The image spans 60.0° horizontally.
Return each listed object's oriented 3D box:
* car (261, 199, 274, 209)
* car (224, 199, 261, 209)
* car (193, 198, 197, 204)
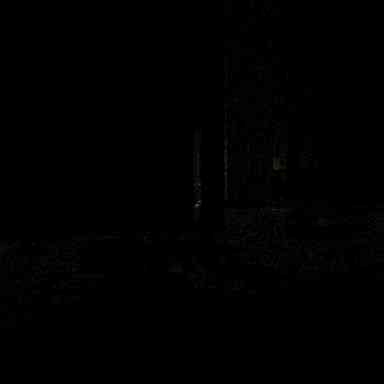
[{"bbox_3d":[9.000,1.575,45.706,1.895,1.301,4.718,0,0,-35],"label":"car"},{"bbox_3d":[6.327,1.582,43.856,1.895,1.301,4.718,0,0,-35],"label":"car"},{"bbox_3d":[-0.975,1.342,59.985,2.097,1.767,4.553,0,0,-35],"label":"car"}]
